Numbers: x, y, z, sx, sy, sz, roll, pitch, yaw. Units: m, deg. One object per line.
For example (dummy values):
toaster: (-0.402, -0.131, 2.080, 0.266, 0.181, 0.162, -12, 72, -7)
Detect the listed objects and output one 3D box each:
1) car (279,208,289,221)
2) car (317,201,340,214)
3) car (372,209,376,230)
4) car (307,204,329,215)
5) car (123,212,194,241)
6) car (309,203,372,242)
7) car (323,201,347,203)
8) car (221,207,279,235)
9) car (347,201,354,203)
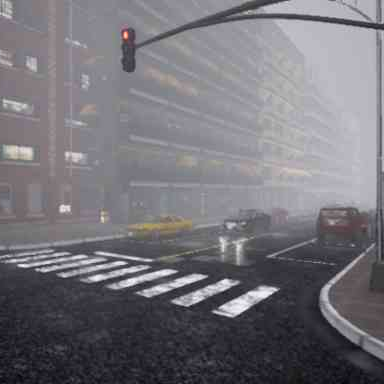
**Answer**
car: (8.112, 2.176, 32.851, 1.887, 1.381, 4.507, -1, -2, 35)
car: (21.108, 2.352, 51.412, 2.192, 1.841, 5.009, -1, -2, 35)
car: (11.735, 2.047, 23.473, 1.887, 1.381, 4.507, -2, -2, 35)
car: (17.762, 2.458, 46.628, 1.752, 1.417, 4.829, -1, -2, 35)
car: (-1.733, 1.845, 18.795, 1.752, 1.417, 4.829, -1, -2, 35)
car: (8.484, 1.715, 18.841, 2.192, 1.841, 5.009, -2, -2, 35)
car: (17.419, 2.196, 41.514, 2.097, 1.767, 4.553, 0, -1, 35)
car: (3.675, 1.906, 21.979, 2.128, 1.511, 4.902, 0, -1, 35)
car: (27.609, 2.782, 60.684, 1.887, 1.381, 4.507, -1, -2, 35)
